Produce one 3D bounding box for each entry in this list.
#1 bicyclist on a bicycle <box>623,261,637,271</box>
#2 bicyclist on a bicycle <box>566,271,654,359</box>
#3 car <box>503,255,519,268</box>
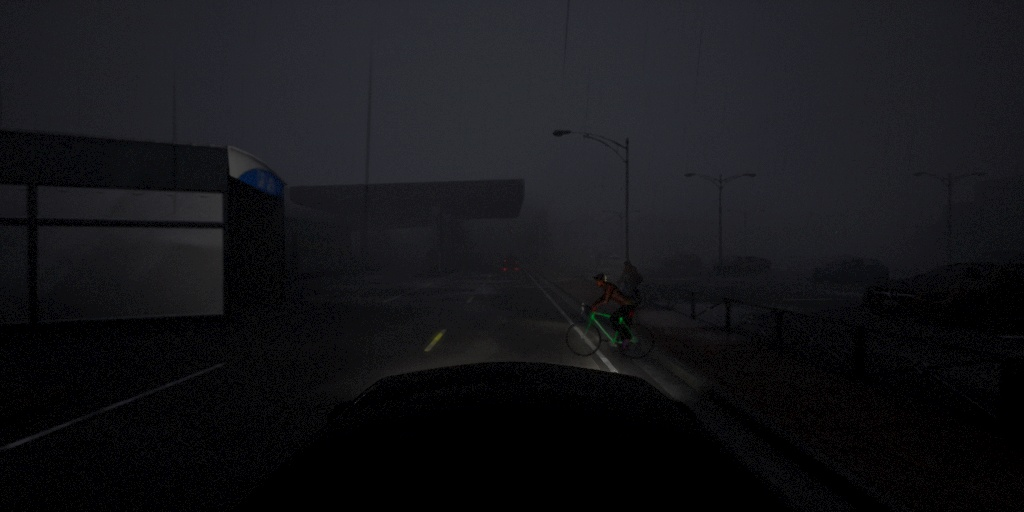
[{"bbox_3d":[3.812,0.968,11.546,1.656,1.620,0.582,-1,1,-34],"label":"bicyclist on a bicycle"},{"bbox_3d":[1.872,1.160,6.930,1.656,1.620,0.582,0,0,12],"label":"bicyclist on a bicycle"},{"bbox_3d":[-0.148,0.714,50.706,2.097,1.767,4.553,0,0,0],"label":"car"}]
